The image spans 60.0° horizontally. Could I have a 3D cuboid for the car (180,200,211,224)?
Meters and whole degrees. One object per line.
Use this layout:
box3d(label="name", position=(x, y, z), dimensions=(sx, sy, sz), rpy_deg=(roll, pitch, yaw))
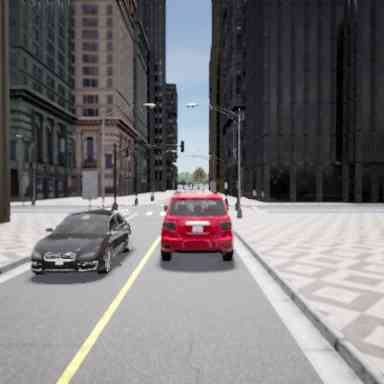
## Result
box3d(label="car", position=(0.194, 1.276, 22.653), dimensions=(1.895, 1.301, 4.718), rpy_deg=(0, 1, 0))

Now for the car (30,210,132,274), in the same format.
box3d(label="car", position=(-3.053, 1.359, 10.098), dimensions=(1.837, 1.490, 4.892), rpy_deg=(0, 1, 0))

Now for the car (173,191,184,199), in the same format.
box3d(label="car", position=(-2.717, 0.539, 67.782), dimensions=(1.837, 1.490, 4.892), rpy_deg=(0, 1, 1))

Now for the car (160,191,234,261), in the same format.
box3d(label="car", position=(0.149, 1.053, 11.628), dimensions=(2.150, 2.045, 5.566), rpy_deg=(0, 1, 0))
